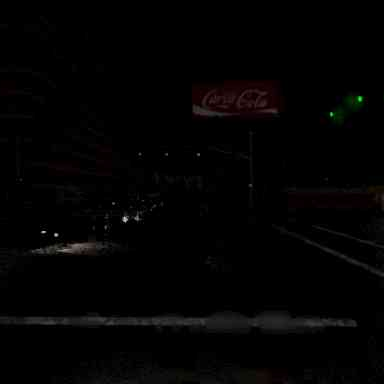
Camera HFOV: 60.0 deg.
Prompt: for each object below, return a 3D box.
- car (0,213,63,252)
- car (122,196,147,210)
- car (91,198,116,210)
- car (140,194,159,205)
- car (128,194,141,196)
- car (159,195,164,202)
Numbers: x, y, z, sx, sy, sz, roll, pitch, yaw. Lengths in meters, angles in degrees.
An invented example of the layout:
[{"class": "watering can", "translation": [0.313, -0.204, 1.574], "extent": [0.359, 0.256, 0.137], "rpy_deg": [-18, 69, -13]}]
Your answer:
[{"class": "car", "translation": [-7.396, 1.527, 13.244], "extent": [4.181, 1.385, 1.994], "rpy_deg": [0, 0, 0]}, {"class": "car", "translation": [-7.107, 1.481, 41.174], "extent": [1.895, 1.301, 4.718], "rpy_deg": [0, 0, 0]}, {"class": "car", "translation": [-10.608, 1.409, 40.372], "extent": [1.812, 1.442, 4.674], "rpy_deg": [0, 0, 0]}, {"class": "car", "translation": [-7.100, 1.442, 54.891], "extent": [1.895, 1.301, 4.718], "rpy_deg": [0, 0, 0]}, {"class": "car", "translation": [-10.590, 1.313, 56.937], "extent": [1.882, 1.535, 5.008], "rpy_deg": [0, 0, 0]}, {"class": "car", "translation": [-7.022, 1.303, 70.876], "extent": [1.812, 1.442, 4.674], "rpy_deg": [0, 0, 0]}]
